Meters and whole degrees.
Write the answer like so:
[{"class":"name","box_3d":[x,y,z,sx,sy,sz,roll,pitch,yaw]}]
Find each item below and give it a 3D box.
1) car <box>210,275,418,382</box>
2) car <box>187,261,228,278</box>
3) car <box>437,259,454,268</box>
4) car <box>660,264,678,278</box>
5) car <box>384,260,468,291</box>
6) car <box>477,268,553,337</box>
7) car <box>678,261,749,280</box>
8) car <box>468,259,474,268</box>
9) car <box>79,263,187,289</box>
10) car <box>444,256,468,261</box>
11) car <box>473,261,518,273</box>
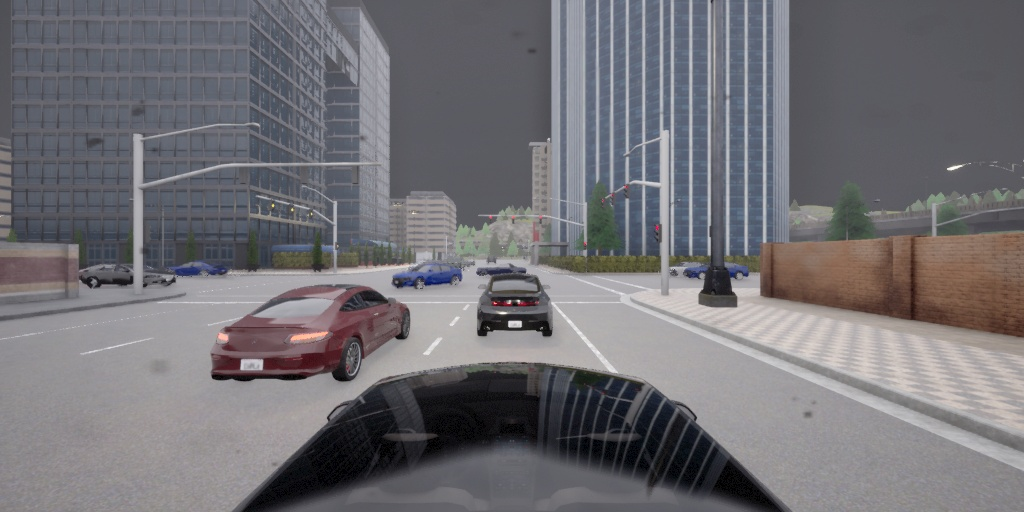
[{"class":"car","box_3d":[-3.435,1.276,7.050,1.812,1.442,4.674,0,0,0]},{"class":"car","box_3d":[-29.423,1.227,33.447,5.008,1.535,1.882,0,0,0]},{"class":"car","box_3d":[-11.557,1.241,63.031,2.128,1.511,4.902,0,0,0]},{"class":"car","box_3d":[16.404,1.276,33.822,4.674,1.442,1.812,0,0,-1]},{"class":"car","box_3d":[-5.260,1.228,22.577,1.882,1.535,5.008,-1,-1,32]},{"class":"car","box_3d":[0.069,1.255,10.314,1.837,1.490,4.892,0,0,0]},{"class":"car","box_3d":[17.225,1.228,30.349,5.008,1.535,1.882,0,0,0]},{"class":"car","box_3d":[-8.010,1.314,60.001,1.994,1.385,4.181,0,0,0]},{"class":"car","box_3d":[-24.218,1.241,22.766,4.902,1.511,2.128,0,0,0]},{"class":"car","box_3d":[-7.872,0.971,50.049,2.150,2.045,5.566,0,0,-1]},{"class":"car","box_3d":[-1.021,1.351,33.693,4.718,1.301,1.895,0,0,0]}]
